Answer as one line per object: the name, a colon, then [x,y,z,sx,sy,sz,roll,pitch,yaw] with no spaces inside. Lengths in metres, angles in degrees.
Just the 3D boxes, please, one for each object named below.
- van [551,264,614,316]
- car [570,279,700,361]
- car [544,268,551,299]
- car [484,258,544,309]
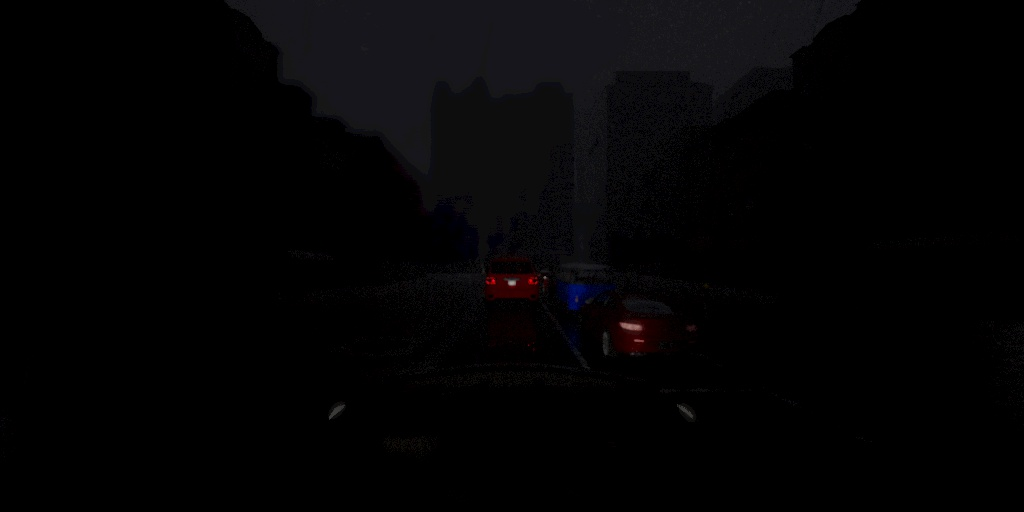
van: [2.642,1.213,13.621,1.690,1.789,3.998,0,0,0]
car: [2.641,1.397,8.184,1.802,1.307,4.207,0,0,0]
car: [2.643,1.479,19.058,1.888,1.381,4.507,0,0,0]
car: [0.003,1.114,15.880,2.150,2.045,5.566,0,0,0]
